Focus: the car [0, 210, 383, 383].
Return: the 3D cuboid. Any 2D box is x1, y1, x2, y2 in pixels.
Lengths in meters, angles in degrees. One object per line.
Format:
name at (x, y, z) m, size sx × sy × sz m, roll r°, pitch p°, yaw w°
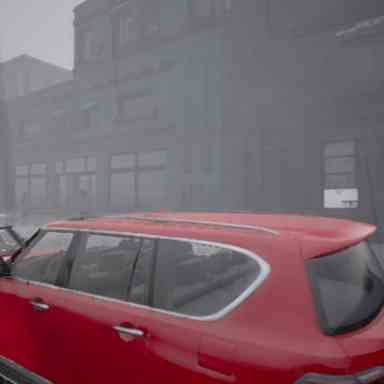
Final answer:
car at (-0.704, 1.235, 3.818) m, size 5.566 × 2.045 × 2.435 m, roll 0°, pitch 0°, yaw 36°
